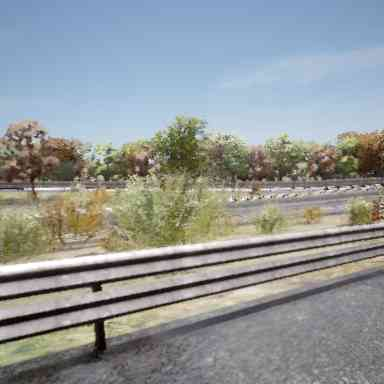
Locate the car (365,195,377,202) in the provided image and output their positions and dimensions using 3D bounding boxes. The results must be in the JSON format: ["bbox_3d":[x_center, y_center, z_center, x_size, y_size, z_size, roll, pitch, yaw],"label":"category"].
[{"bbox_3d":[33.093,1.823,60.864,5.008,1.535,1.882,-4,2,-20],"label":"car"}]

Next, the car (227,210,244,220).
[{"bbox_3d":[5.559,3.764,50.458,5.008,1.535,1.882,-4,3,-21],"label":"car"}]

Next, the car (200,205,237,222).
[{"bbox_3d":[4.247,3.449,53.700,5.566,2.045,2.150,-4,3,-21],"label":"car"}]
